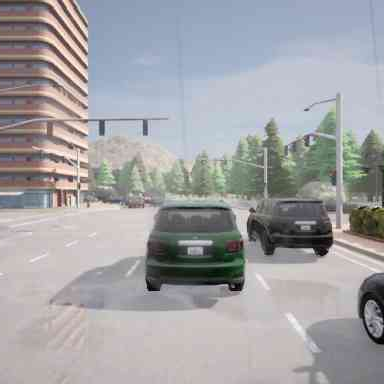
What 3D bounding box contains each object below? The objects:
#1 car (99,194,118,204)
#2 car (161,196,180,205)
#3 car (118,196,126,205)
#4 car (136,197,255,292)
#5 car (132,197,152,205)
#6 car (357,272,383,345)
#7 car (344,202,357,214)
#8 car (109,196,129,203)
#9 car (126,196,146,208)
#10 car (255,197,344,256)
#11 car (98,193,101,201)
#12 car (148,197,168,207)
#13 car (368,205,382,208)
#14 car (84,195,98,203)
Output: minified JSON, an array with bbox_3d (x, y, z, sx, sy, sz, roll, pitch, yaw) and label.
[{"bbox_3d":[-15.416,1.601,63.518,1.895,1.301,4.718,0,0,-39],"label":"car"},{"bbox_3d":[-3.793,1.526,58.289,1.812,1.442,4.674,0,0,-23],"label":"car"},{"bbox_3d":[-10.526,1.505,55.651,1.837,1.490,4.892,0,0,-26],"label":"car"},{"bbox_3d":[0.084,1.222,9.063,2.150,2.045,5.566,0,0,0],"label":"car"},{"bbox_3d":[-9.245,1.601,60.809,1.895,1.301,4.718,0,0,-31],"label":"car"},{"bbox_3d":[3.607,1.505,3.496,1.837,1.490,4.892,0,0,0],"label":"car"},{"bbox_3d":[14.947,1.603,35.777,5.357,1.411,2.033,0,0,4],"label":"car"},{"bbox_3d":[-15.143,1.553,68.708,4.181,1.385,1.994,0,0,45],"label":"car"},{"bbox_3d":[-7.932,1.352,47.237,2.097,1.767,4.553,0,0,-13],"label":"car"},{"bbox_3d":[3.611,1.222,13.199,2.150,2.045,5.566,0,0,0],"label":"car"},{"bbox_3d":[-23.093,1.524,74.675,4.674,1.442,1.812,0,0,31],"label":"car"},{"bbox_3d":[-5.319,1.547,52.058,2.033,1.411,5.357,0,0,-18],"label":"car"},{"bbox_3d":[19.214,1.656,32.254,4.718,1.301,1.895,0,0,1],"label":"car"},{"bbox_3d":[-22.858,1.525,70.434,4.902,1.511,2.128,0,0,34],"label":"car"}]
